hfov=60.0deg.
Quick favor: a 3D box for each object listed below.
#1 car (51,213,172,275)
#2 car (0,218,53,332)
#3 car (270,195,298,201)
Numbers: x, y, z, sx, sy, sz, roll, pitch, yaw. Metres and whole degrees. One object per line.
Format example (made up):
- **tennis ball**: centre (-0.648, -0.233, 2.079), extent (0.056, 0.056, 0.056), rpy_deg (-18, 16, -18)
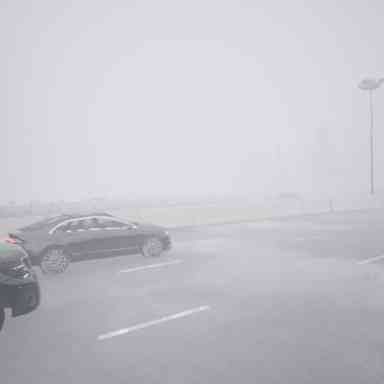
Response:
- **car**: centre (-2.958, 1.380, 10.175), extent (4.902, 1.511, 2.128), rpy_deg (-2, 1, -35)
- **car**: centre (-5.107, 1.275, 4.404), extent (5.566, 2.045, 2.150), rpy_deg (-2, 1, -35)
- **car**: centre (13.065, 0.609, 47.220), extent (4.902, 1.511, 2.128), rpy_deg (-1, 1, -35)
